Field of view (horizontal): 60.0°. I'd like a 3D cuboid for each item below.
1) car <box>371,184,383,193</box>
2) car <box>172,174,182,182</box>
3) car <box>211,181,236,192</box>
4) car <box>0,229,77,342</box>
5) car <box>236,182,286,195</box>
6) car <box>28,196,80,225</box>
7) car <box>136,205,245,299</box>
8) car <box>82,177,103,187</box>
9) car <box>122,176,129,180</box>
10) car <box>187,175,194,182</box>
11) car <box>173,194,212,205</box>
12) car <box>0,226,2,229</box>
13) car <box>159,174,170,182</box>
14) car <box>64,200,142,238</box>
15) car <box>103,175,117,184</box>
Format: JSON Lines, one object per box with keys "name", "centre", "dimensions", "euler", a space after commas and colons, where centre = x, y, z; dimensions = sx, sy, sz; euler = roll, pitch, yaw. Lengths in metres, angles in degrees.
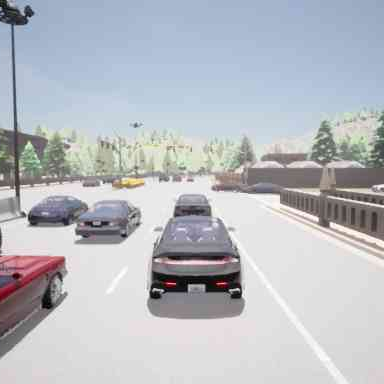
{"name": "car", "centre": [25.154, -0.601, 41.899], "dimensions": [4.674, 1.442, 1.812], "euler": [0, 3, 2]}
{"name": "car", "centre": [-3.942, -3.621, 87.004], "dimensions": [2.150, 2.045, 5.566], "euler": [0, 3, 0]}
{"name": "car", "centre": [4.871, -0.716, 43.810], "dimensions": [4.674, 1.442, 1.812], "euler": [1, 4, 20]}
{"name": "car", "centre": [-3.419, 1.538, 4.612], "dimensions": [1.895, 1.301, 4.718], "euler": [0, 1, 0]}
{"name": "car", "centre": [8.306, -0.393, 38.806], "dimensions": [5.357, 1.411, 2.033], "euler": [0, 3, -2]}
{"name": "car", "centre": [-6.981, 0.877, 17.804], "dimensions": [1.994, 1.385, 4.181], "euler": [0, 3, 0]}
{"name": "car", "centre": [0.067, 1.326, 8.043], "dimensions": [2.128, 1.511, 4.902], "euler": [0, 2, 0]}
{"name": "car", "centre": [-17.860, -1.795, 58.965], "dimensions": [2.097, 1.767, 4.553], "euler": [0, 3, 0]}
{"name": "car", "centre": [-17.949, -3.382, 88.229], "dimensions": [1.812, 1.442, 4.674], "euler": [0, 3, 0]}
{"name": "car", "centre": [-0.445, -3.273, 87.461], "dimensions": [1.895, 1.301, 4.718], "euler": [0, 3, 0]}
{"name": "car", "centre": [0.024, 0.813, 17.465], "dimensions": [1.882, 1.535, 5.008], "euler": [0, 3, -1]}
{"name": "car", "centre": [-6.936, 1.291, 8.608], "dimensions": [1.882, 1.535, 5.008], "euler": [0, 2, 0]}
{"name": "car", "centre": [-7.442, -3.620, 86.986], "dimensions": [2.150, 2.045, 5.566], "euler": [0, 3, 0]}
{"name": "car", "centre": [-3.467, 1.048, 14.626], "dimensions": [2.033, 1.411, 5.357], "euler": [0, 3, 0]}
{"name": "car", "centre": [-17.866, -2.726, 72.323], "dimensions": [2.150, 2.045, 5.566], "euler": [0, 3, 0]}
